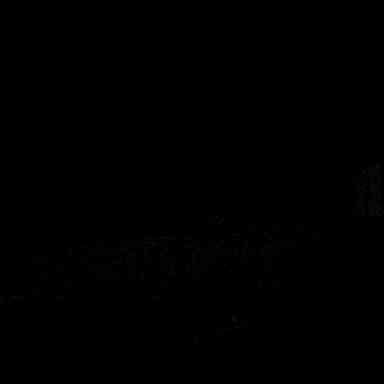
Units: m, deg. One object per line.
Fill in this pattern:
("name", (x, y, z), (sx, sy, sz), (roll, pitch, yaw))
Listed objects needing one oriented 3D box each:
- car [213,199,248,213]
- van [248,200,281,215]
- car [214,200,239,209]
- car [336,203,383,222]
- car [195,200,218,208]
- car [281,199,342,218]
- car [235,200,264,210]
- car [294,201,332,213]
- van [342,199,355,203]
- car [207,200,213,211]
("car", (5.578, 1.813, 43.327), (2.192, 1.841, 5.009), (-1, 0, -36))
("van", (8.876, 1.785, 38.704), (1.690, 1.788, 3.998), (-1, 0, -36))
("car", (5.921, 2.112, 57.531), (1.887, 1.381, 4.507), (-1, 0, -36))
("car", (15.478, 1.912, 29.456), (1.802, 1.307, 4.206), (-1, 0, -36))
("car", (2.623, 2.169, 62.154), (2.008, 1.369, 4.403), (-1, 0, -36))
("car", (12.174, 1.703, 34.080), (2.192, 1.841, 5.009), (-1, 0, -36))
("car", (9.120, 2.043, 53.046), (1.752, 1.417, 4.829), (-1, 0, -36))
("car", (15.816, 1.975, 43.661), (1.947, 1.339, 4.313), (-1, 0, -36))
("van", (19.110, 1.694, 39.038), (1.690, 1.788, 3.998), (-1, 0, -36))
("car", (2.283, 2.101, 47.951), (2.008, 1.369, 4.403), (-1, 0, -36))
